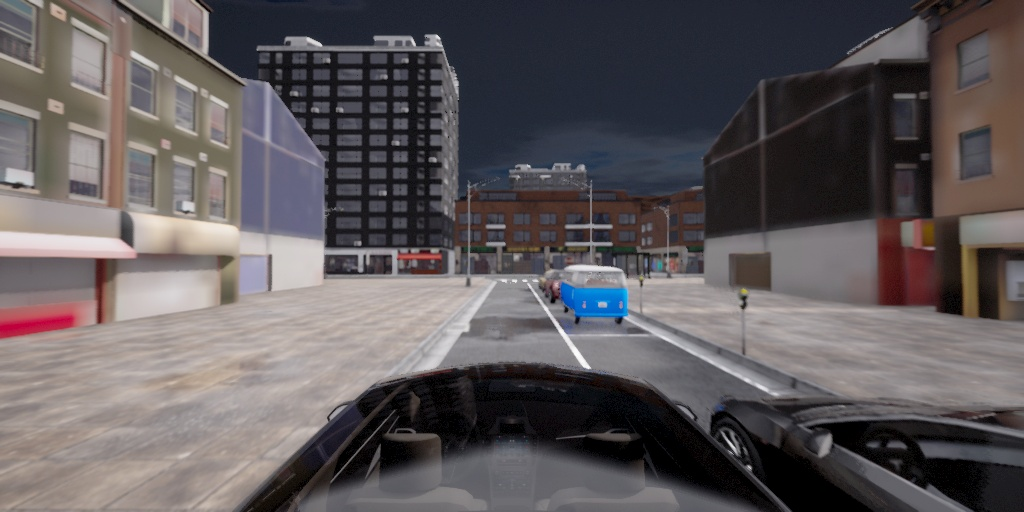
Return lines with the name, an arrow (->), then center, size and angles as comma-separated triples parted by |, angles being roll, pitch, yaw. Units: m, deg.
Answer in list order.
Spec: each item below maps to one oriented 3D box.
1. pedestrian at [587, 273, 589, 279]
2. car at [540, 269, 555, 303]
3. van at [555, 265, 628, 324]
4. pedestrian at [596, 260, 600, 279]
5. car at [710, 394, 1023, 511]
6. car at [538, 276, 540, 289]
pedestrian -> 7.020, 1.665, 33.079 | 0.500, 1.100, 0.500 | 0, -1, 0
car -> 2.643, 1.387, 17.743 | 1.967, 1.591, 4.097 | 0, 0, 0
van -> 2.641, 1.220, 12.306 | 1.690, 1.789, 3.998 | 0, 0, 0
pedestrian -> 8.020, 1.299, 33.685 | 0.375, 1.860, 0.375 | 0, -1, 0
car -> 2.637, 1.313, 1.432 | 1.948, 1.339, 4.313 | 0, 0, 0
car -> 2.645, 1.541, 23.351 | 1.751, 1.417, 4.829 | 0, 0, 0
